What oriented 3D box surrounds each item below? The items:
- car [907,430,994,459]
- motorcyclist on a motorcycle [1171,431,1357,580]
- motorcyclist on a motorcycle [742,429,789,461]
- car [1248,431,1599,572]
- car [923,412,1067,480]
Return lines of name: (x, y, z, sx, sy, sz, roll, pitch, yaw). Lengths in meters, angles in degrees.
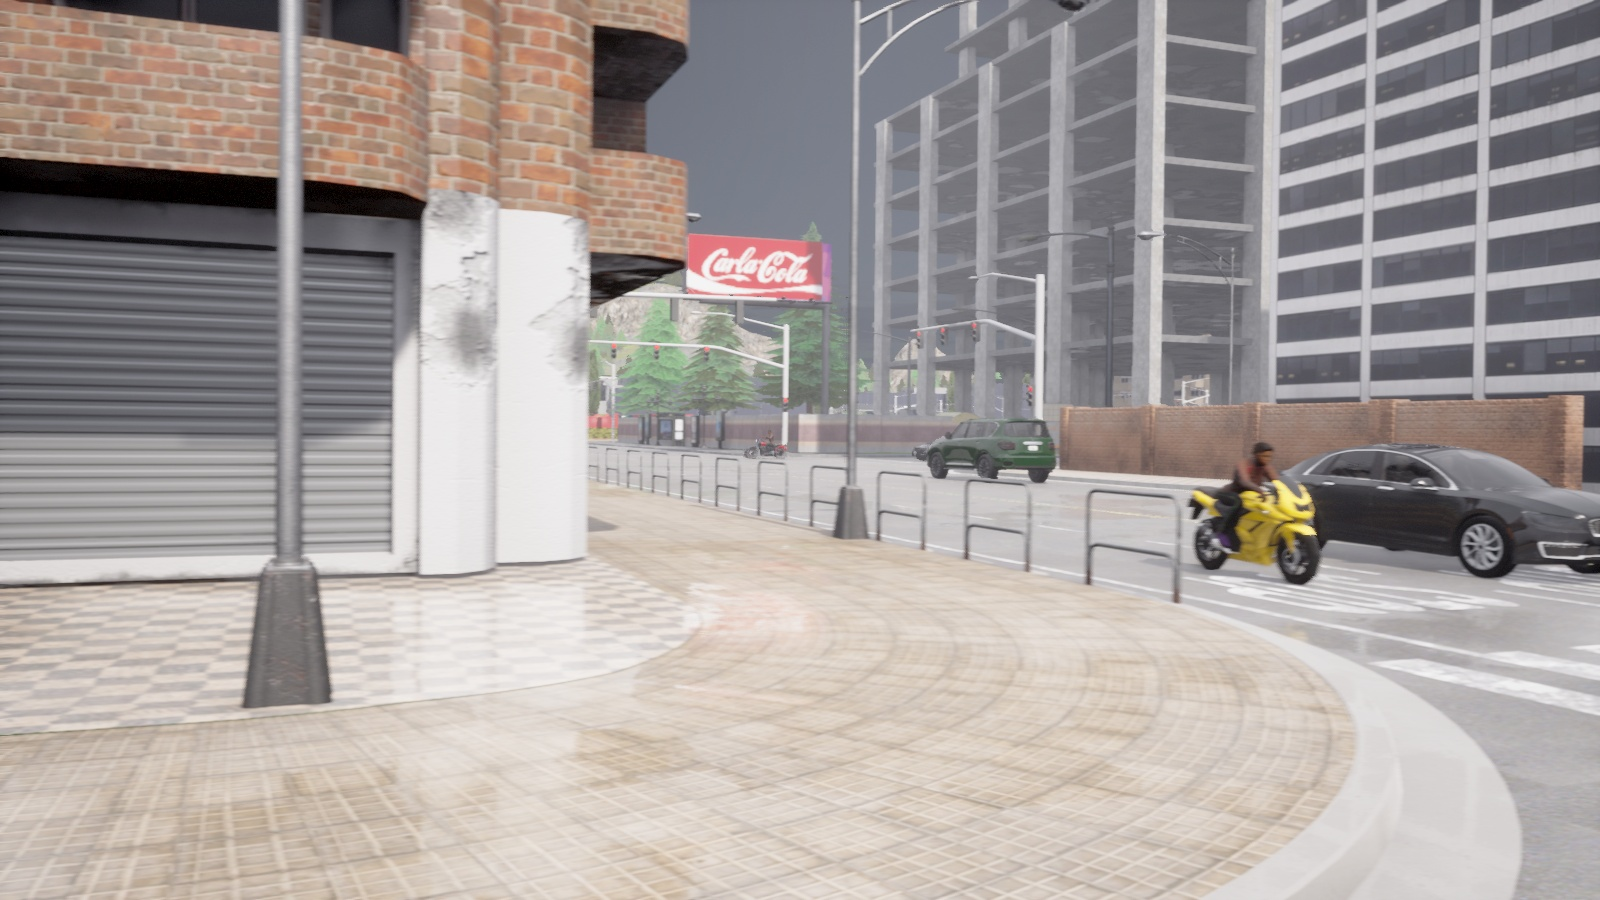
car: (7.983, -0.290, 66.591, 4.193, 1.474, 1.816, -1, 1, -20)
motorcyclist on a motorcycle: (5.116, 0.555, 14.017, 0.797, 1.523, 2.044, -1, 1, -21)
motorcyclist on a motorcycle: (-1.826, -0.251, 66.684, 2.350, 1.649, 0.766, -1, 1, -20)
car: (8.121, 0.516, 15.977, 1.837, 1.490, 4.892, -1, 1, -21)
car: (6.213, -0.151, 40.841, 2.150, 2.045, 5.566, -1, 1, -21)
